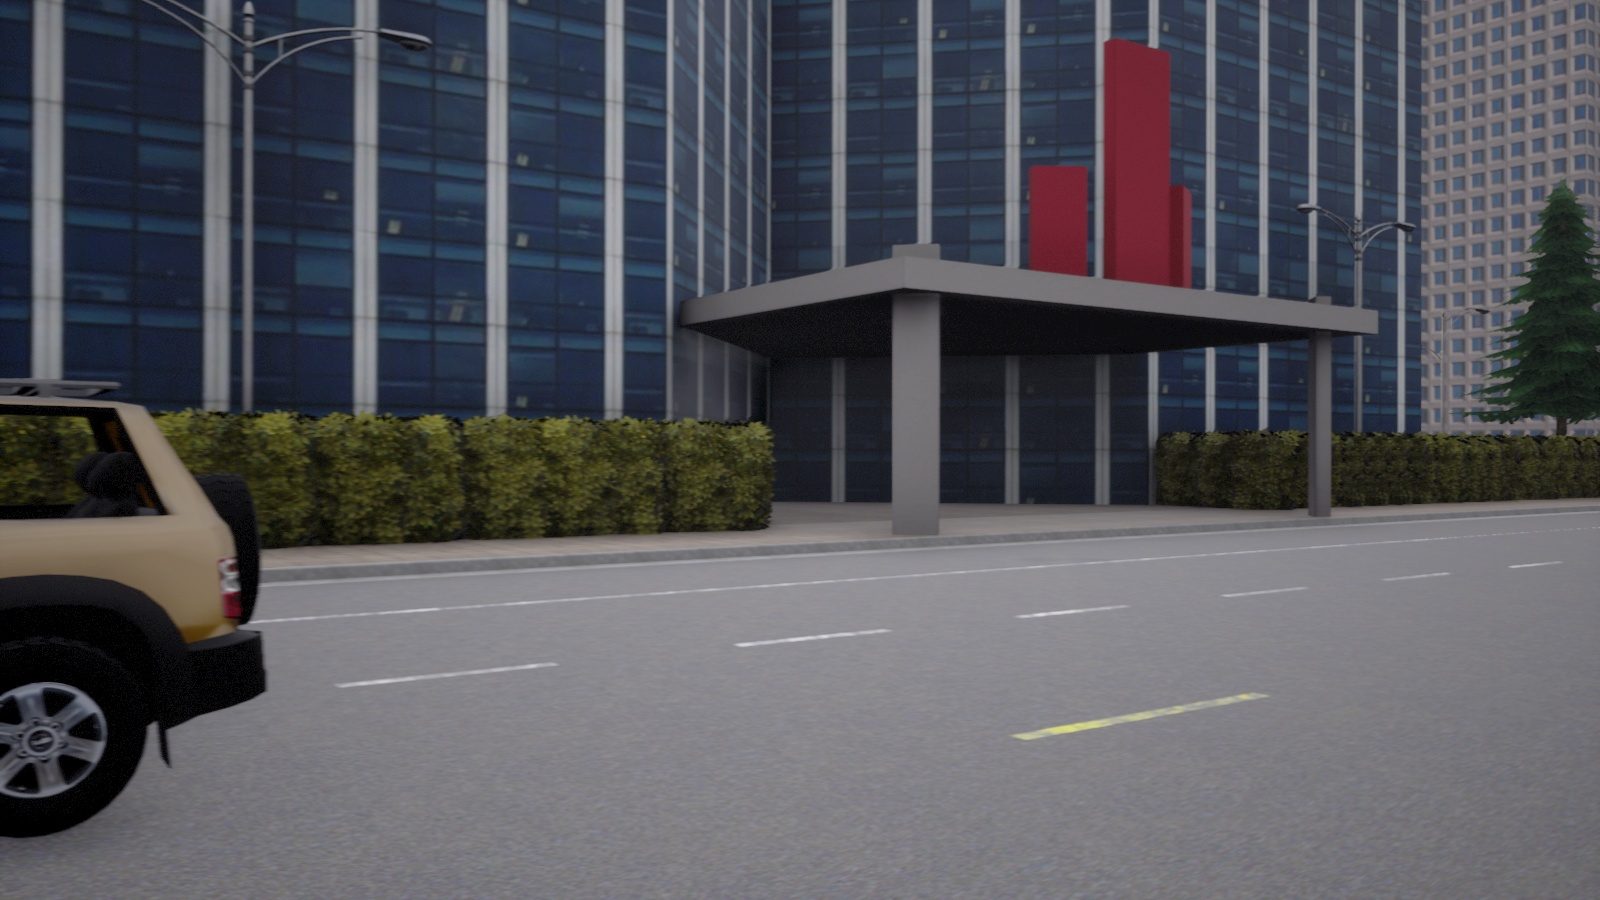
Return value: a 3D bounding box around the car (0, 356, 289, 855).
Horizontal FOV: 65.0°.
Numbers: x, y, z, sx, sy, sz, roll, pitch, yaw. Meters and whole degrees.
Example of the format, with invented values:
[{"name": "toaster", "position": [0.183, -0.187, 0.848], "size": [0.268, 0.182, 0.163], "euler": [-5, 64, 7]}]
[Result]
[{"name": "car", "position": [-4.582, 0.583, 4.733], "size": [4.605, 1.855, 1.932], "euler": [0, 0, -35]}]
